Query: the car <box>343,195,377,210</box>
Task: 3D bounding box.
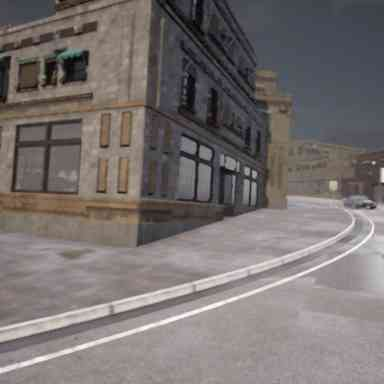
[{"bbox_3d":[17.393,1.035,34.756,2.033,1.411,5.357,3,2,8],"label":"car"}]
